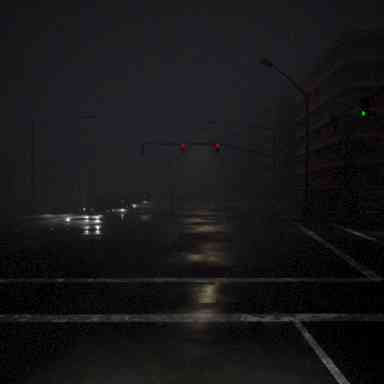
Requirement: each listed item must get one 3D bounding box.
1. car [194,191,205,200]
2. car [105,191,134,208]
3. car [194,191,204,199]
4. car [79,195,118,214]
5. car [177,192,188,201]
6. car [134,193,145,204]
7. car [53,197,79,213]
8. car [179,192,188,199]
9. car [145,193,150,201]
[{"bbox_3d":[1.571,0.855,65.415,2.128,1.511,4.902,0,1,1],"label":"car"},{"bbox_3d":[-9.404,1.106,43.308,2.097,1.767,4.553,0,1,1],"label":"car"},{"bbox_3d":[1.601,0.555,75.805,2.097,1.767,4.553,0,1,1],"label":"car"},{"bbox_3d":[-9.521,1.369,34.267,2.128,1.511,4.902,0,1,1],"label":"car"},{"bbox_3d":[-1.936,0.917,65.146,2.033,1.411,5.357,0,1,1],"label":"car"},{"bbox_3d":[-9.282,1.132,52.953,2.033,1.411,5.357,0,1,1],"label":"car"},{"bbox_3d":[-13.009,1.346,35.333,1.882,1.535,5.008,0,1,1],"label":"car"},{"bbox_3d":[-1.899,0.741,75.797,2.033,1.411,5.357,0,1,1],"label":"car"},{"bbox_3d":[-9.096,0.947,63.488,2.033,1.411,5.357,0,1,1],"label":"car"}]
